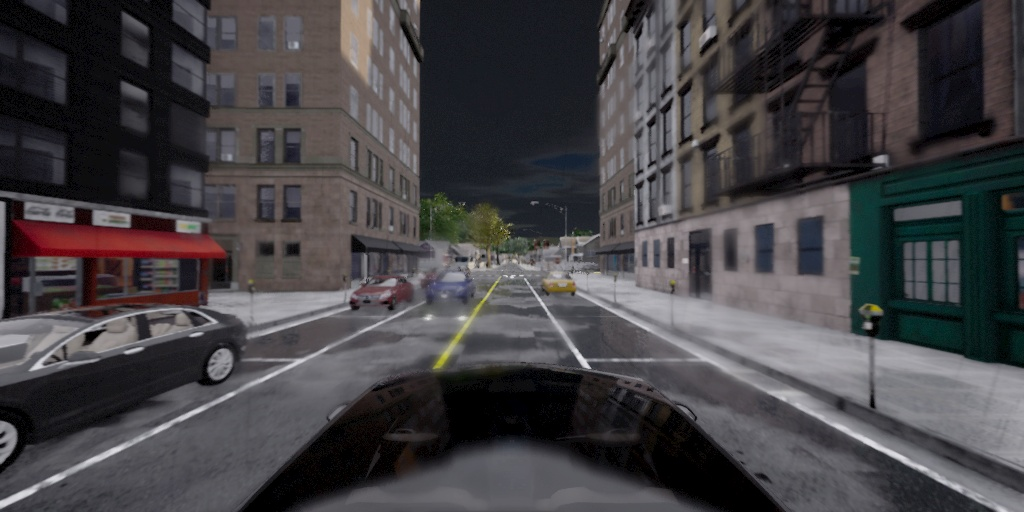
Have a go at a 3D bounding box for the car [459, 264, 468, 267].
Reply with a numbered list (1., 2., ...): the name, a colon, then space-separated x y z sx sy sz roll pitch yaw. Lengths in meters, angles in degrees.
1. car: -5.386 1.536 31.935 1.967 1.591 4.097 0 0 0

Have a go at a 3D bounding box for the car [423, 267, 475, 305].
1. car: -2.847 1.456 17.424 1.812 1.442 4.674 0 -1 0

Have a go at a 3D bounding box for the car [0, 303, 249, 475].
1. car: -5.402 1.331 4.417 2.007 1.370 4.403 0 0 0

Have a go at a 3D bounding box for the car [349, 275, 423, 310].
1. car: -5.395 1.489 15.424 1.802 1.307 4.207 0 0 0

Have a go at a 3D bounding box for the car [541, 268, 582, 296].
1. car: 2.656 1.496 21.098 1.751 1.417 4.829 0 0 0

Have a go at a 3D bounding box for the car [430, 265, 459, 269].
1. car: -5.389 1.473 26.432 1.967 1.591 4.097 0 0 0

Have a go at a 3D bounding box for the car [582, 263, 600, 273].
1. car: 12.415 1.690 51.151 4.902 1.511 2.128 0 -1 0
